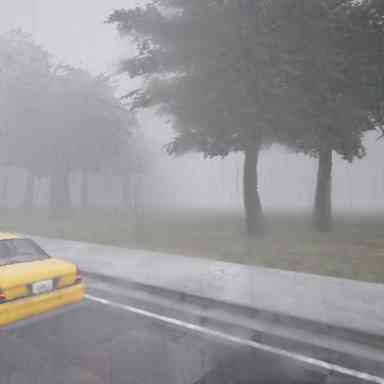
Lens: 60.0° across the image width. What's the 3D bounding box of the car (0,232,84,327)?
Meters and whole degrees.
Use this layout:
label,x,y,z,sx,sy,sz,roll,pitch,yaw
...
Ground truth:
label,x,y,z,sx,sy,sz,roll,pitch,yaw
car,-4.421,1.458,6.714,5.366,1.575,1.801,0,0,35
